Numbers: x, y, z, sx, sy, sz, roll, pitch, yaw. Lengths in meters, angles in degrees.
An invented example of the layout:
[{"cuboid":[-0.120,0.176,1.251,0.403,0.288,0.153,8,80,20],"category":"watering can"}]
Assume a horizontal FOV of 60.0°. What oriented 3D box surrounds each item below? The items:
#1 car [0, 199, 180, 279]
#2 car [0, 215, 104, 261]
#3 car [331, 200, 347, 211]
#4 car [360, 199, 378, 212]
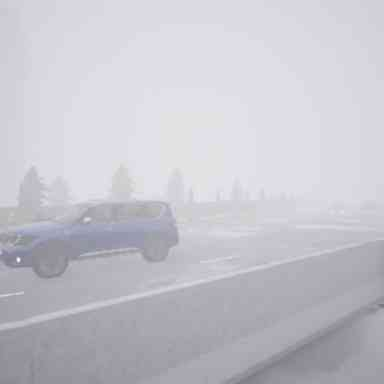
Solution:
[{"cuboid":[-2.977,1.279,10.682,5.566,2.045,2.150,0,0,-38],"category":"car"},{"cuboid":[-6.006,1.671,12.744,4.718,1.301,1.895,0,0,-38],"category":"car"},{"cuboid":[19.807,1.768,44.686,2.033,1.411,5.357,0,0,28],"category":"car"},{"cuboid":[22.540,1.685,42.364,1.882,1.535,5.008,0,0,28],"category":"car"}]
